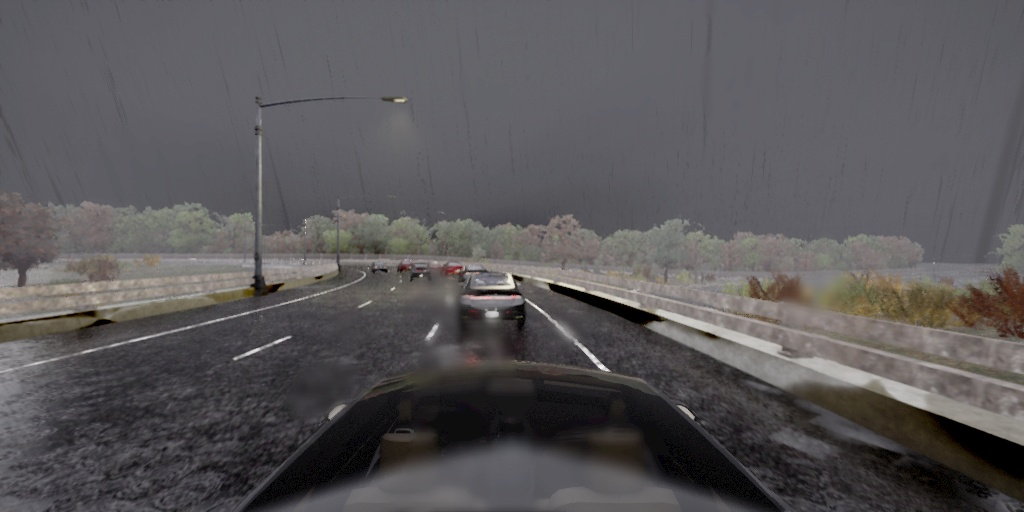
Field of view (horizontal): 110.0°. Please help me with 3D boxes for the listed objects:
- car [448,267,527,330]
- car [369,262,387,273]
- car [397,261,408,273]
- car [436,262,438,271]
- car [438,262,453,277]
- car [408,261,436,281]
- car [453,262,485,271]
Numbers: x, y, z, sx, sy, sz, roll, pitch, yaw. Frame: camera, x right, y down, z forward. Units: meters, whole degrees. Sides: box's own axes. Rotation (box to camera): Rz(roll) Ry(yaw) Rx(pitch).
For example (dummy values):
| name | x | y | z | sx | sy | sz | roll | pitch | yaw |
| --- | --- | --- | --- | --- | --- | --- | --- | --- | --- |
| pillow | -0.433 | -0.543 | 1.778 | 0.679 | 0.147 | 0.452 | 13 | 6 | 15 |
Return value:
| name | x | y | z | sx | sy | sz | roll | pitch | yaw |
| --- | --- | --- | --- | --- | --- | --- | --- | --- | --- |
| car | -0.676 | 1.269 | 11.340 | 2.128 | 1.511 | 4.902 | 0 | 0 | -5 |
| car | -17.812 | 1.436 | 47.668 | 2.033 | 1.411 | 5.357 | 0 | 0 | -27 |
| car | -14.177 | 1.366 | 47.938 | 1.882 | 1.535 | 5.008 | 0 | 0 | -25 |
| car | -10.462 | 1.451 | 48.182 | 1.994 | 1.385 | 4.181 | 0 | 0 | -25 |
| car | -6.207 | 1.332 | 37.496 | 1.882 | 1.535 | 5.008 | 0 | 0 | -19 |
| car | -8.065 | 1.346 | 31.808 | 1.837 | 1.490 | 4.892 | 0 | 0 | -16 |
| car | -2.665 | 1.307 | 24.491 | 2.128 | 1.511 | 4.902 | 0 | 0 | -12 |
